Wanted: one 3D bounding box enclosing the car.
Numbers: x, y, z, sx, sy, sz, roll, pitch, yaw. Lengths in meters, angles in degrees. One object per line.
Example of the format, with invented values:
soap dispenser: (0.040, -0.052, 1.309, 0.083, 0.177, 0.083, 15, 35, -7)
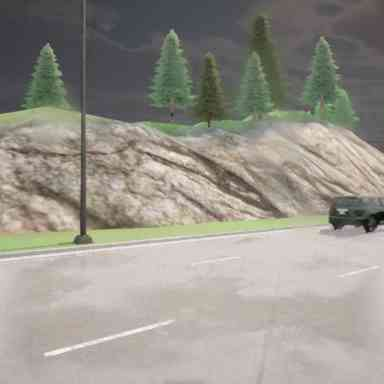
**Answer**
car: (10.400, 1.223, 19.791, 5.566, 2.045, 2.150, 0, 0, -36)
